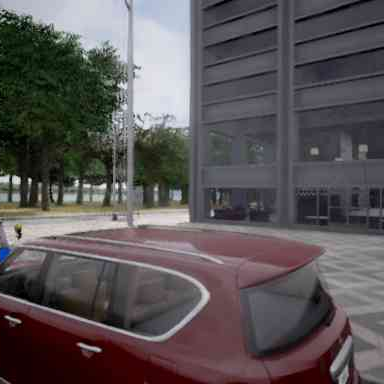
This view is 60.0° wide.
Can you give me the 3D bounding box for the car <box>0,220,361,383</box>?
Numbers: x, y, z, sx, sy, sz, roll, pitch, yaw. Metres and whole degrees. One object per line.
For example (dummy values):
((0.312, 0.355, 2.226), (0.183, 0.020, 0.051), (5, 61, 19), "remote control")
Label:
((-0.928, 1.304, 3.625), (5.009, 1.841, 2.192), (0, 0, 36), "car")
